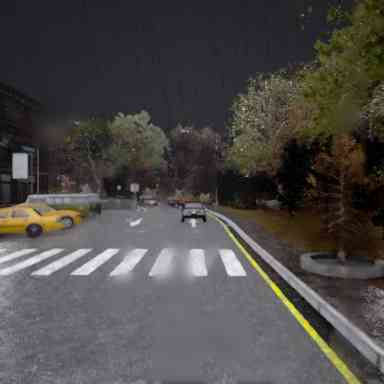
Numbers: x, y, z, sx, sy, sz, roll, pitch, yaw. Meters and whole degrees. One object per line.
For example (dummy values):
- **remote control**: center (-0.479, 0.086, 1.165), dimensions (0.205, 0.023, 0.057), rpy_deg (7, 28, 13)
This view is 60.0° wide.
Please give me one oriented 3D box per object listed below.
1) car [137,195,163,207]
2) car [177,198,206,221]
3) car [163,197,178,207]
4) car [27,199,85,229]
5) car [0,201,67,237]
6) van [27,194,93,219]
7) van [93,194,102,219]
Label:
- **car**: center (-5.674, 1.116, 42.397), dimensions (2.128, 1.511, 4.902), rpy_deg (0, 1, -21)
- **car**: center (0.052, 1.414, 25.483), dimensions (2.033, 1.411, 5.357), rpy_deg (0, 1, -2)
- **car**: center (-2.637, 1.229, 42.725), dimensions (1.895, 1.301, 4.718), rpy_deg (0, 1, -18)
- **car**: center (-9.212, 1.429, 19.888), dimensions (5.008, 1.535, 2.097), rpy_deg (-1, 0, -20)
- **car**: center (-9.355, 1.463, 16.819), dimensions (5.366, 1.575, 1.946), rpy_deg (-1, 1, -20)
- **van**: center (-9.341, 1.164, 22.832), dimensions (4.442, 1.987, 1.878), rpy_deg (-1, 1, -20)
- **van**: center (-9.367, 1.122, 25.832), dimensions (4.442, 1.987, 1.878), rpy_deg (-1, 1, -20)
